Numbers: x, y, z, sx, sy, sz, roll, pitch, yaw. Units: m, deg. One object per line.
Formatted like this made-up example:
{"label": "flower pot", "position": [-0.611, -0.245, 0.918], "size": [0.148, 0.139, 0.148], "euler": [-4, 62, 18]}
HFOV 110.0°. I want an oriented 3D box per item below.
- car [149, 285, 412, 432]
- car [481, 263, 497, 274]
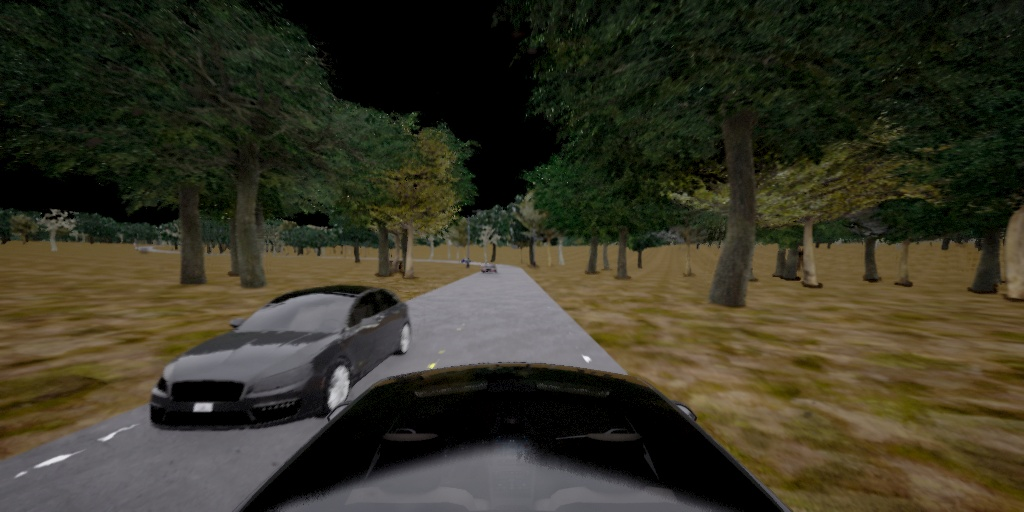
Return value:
{"label": "car", "position": [-3.099, 1.294, 6.029], "size": [1.837, 1.490, 4.892], "euler": [0, -1, 0]}
{"label": "car", "position": [-3.057, 1.702, 48.937], "size": [1.994, 1.385, 4.181], "euler": [0, -1, 0]}
